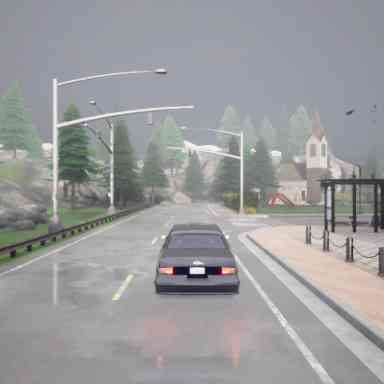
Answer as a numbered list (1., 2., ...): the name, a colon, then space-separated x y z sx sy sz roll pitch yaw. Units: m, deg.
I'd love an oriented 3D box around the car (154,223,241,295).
1. car: 0.098 1.547 8.849 2.033 1.411 5.357 0 0 0
